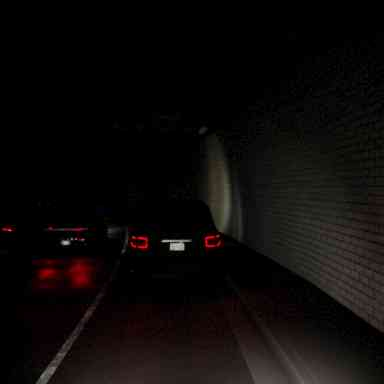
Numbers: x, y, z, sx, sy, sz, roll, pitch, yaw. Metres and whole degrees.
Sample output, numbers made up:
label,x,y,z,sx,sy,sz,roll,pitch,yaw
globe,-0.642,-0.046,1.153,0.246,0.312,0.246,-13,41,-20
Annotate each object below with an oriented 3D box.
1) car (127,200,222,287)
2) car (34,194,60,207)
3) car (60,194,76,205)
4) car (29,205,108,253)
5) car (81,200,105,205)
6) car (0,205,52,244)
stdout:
label,x,y,z,sx,sy,sz,roll,pitch,yaw
car,-0.589,1.220,9.522,2.150,2.045,5.566,0,0,-6
car,-17.143,1.352,38.503,2.097,1.767,4.553,0,0,-34
car,-17.429,1.221,44.587,2.150,2.045,5.566,0,0,-41
car,-4.618,1.492,13.665,2.128,1.511,4.902,0,0,-8
car,-8.913,1.477,30.107,1.882,1.535,5.008,0,0,-20
car,-8.400,1.547,15.564,2.033,1.411,5.357,0,0,-11
